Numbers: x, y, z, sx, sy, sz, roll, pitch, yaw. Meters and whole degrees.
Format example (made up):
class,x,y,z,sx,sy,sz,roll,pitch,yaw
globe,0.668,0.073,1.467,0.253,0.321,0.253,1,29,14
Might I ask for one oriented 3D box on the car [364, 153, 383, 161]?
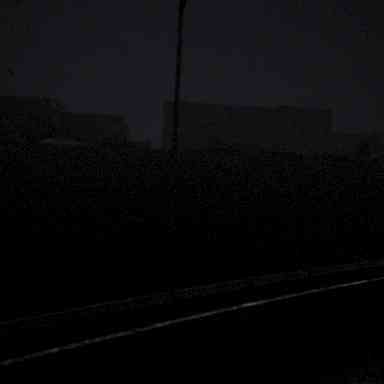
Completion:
class,x,y,z,sx,sy,sz,roll,pitch,yaw
car,20.443,-3.321,35.499,5.008,1.535,2.097,3,-1,-6

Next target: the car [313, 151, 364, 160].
class,x,y,z,sx,sy,sz,roll,pitch,yaw
car,14.935,-3.530,34.870,4.674,1.452,2.002,3,-1,-5

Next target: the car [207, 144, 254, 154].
class,x,y,z,sx,sy,sz,roll,pitch,yaw
car,3.916,-4.032,33.957,4.892,1.521,2.231,2,-1,-4

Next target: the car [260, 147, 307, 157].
class,x,y,z,sx,sy,sz,roll,pitch,yaw
car,9.417,-3.811,34.362,4.892,1.521,2.231,2,-1,-4

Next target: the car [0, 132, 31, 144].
class,x,y,z,sx,sy,sz,roll,pitch,yaw
car,-18.118,-4.987,32.373,4.553,1.767,2.185,2,-1,-4

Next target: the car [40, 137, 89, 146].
class,x,y,z,sx,sy,sz,roll,pitch,yaw
car,-12.466,-4.609,32.777,4.674,1.452,2.002,2,-1,-4

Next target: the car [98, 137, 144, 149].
class,x,y,z,sx,sy,sz,roll,pitch,yaw
car,-6.985,-4.570,33.175,4.553,1.767,2.185,2,-1,-4
